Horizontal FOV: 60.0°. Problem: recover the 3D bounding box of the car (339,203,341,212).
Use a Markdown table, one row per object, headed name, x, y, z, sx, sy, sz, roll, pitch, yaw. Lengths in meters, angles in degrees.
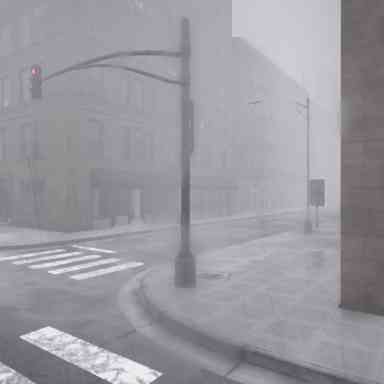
| name | x | y | z | sx | sy | sz | roll | pitch | yaw |
| --- | --- | --- | --- | --- | --- | --- | --- | --- | --- |
| car | 20.524 | 1.760 | 43.104 | 1.882 | 1.535 | 5.008 | 0 | 0 | 36 |
